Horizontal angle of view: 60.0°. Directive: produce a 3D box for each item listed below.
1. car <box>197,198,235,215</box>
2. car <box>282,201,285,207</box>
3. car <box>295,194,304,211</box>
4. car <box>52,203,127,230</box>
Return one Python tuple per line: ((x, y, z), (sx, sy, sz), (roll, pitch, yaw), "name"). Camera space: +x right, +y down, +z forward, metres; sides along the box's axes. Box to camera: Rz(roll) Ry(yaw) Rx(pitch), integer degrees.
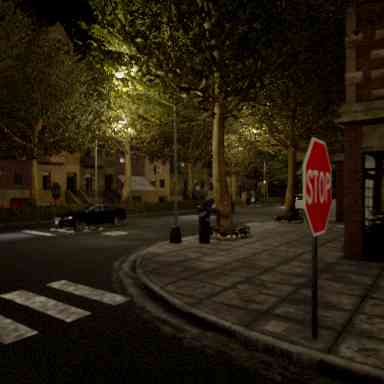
((2.477, 1.349, 33.281), (2.097, 1.767, 4.553), (0, 0, 36), "car")
((15.404, 1.558, 50.802), (1.994, 1.385, 4.181), (0, 0, 37), "car")
((12.620, 1.225, 35.868), (2.435, 2.045, 5.566), (0, 0, 36), "car")
((-6.375, 1.485, 21.165), (2.128, 1.511, 4.902), (0, 0, 36), "car")
